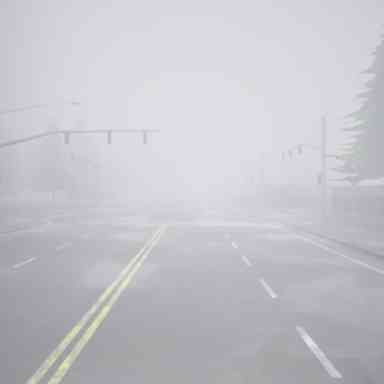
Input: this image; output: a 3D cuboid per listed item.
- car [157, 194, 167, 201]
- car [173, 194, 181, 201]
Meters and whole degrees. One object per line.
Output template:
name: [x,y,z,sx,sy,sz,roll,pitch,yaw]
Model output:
car: [-6.994,1.271,77.901,1.812,1.442,4.674,0,0,0]
car: [-3.494,1.286,77.901,2.033,1.411,5.357,0,0,0]
